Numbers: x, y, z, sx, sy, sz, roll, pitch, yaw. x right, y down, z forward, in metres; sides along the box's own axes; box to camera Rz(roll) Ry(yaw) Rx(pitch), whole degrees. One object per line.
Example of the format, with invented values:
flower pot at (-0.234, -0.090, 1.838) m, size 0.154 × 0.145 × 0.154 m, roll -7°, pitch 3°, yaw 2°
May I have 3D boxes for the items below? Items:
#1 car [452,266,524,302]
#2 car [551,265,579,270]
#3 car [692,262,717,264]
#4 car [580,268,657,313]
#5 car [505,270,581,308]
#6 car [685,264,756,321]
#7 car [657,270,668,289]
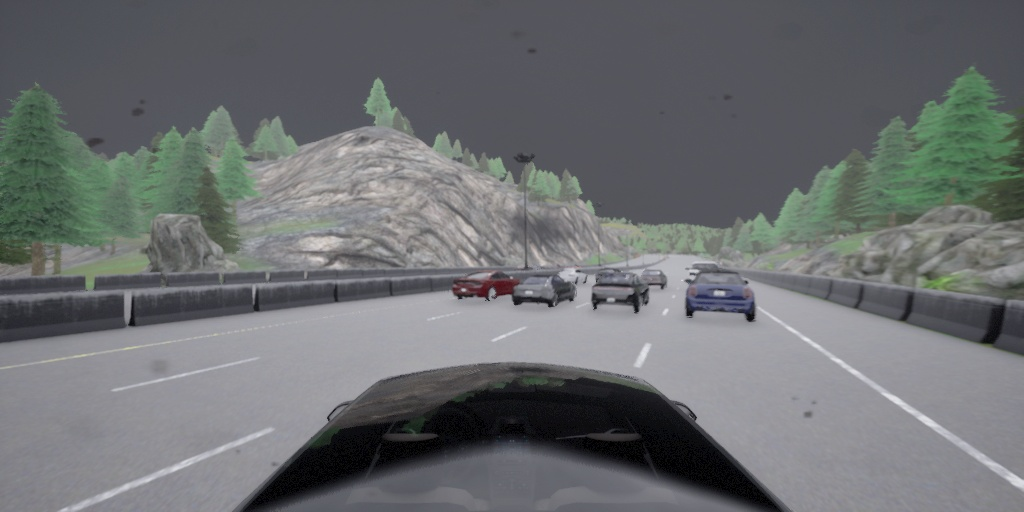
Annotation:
car at (-1.164, 1.502, 19.246) m, size 1.882 × 1.535 × 5.008 m, roll 0°, pitch -1°, yaw 27°
car at (5.397, 1.821, 32.394) m, size 1.812 × 1.442 × 4.674 m, roll 0°, pitch -1°, yaw 27°
car at (14.188, 1.436, 26.528) m, size 2.150 × 2.045 × 5.566 m, roll 0°, pitch -1°, yaw 27°
car at (4.770, 1.463, 15.475) m, size 2.128 × 1.511 × 4.902 m, roll 0°, pitch -1°, yaw 27°
car at (1.630, 1.555, 17.019) m, size 1.994 × 1.385 × 4.181 m, roll 0°, pitch -1°, yaw 27°
car at (7.839, 1.299, 13.790) m, size 2.097 × 1.767 × 4.553 m, roll 0°, pitch -1°, yaw 27°
car at (11.017, 1.777, 28.007) m, size 2.033 × 1.411 × 5.357 m, roll 0°, pitch -1°, yaw 27°
